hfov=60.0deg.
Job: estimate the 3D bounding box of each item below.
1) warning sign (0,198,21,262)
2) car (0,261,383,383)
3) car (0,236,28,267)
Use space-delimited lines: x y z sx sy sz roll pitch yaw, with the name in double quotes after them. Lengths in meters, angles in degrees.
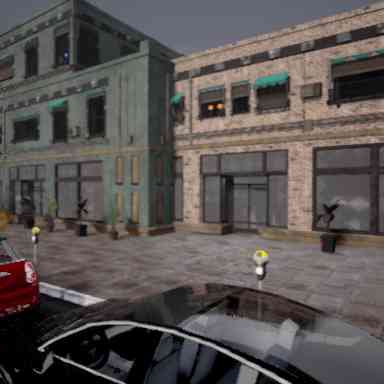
-6.110 1.114 10.067 1.060 1.860 1.300 1 0 35 "warning sign"
-0.148 1.557 2.986 4.313 1.339 1.947 0 1 35 "car"
-4.696 1.442 6.165 4.097 1.590 1.967 0 1 35 "car"
